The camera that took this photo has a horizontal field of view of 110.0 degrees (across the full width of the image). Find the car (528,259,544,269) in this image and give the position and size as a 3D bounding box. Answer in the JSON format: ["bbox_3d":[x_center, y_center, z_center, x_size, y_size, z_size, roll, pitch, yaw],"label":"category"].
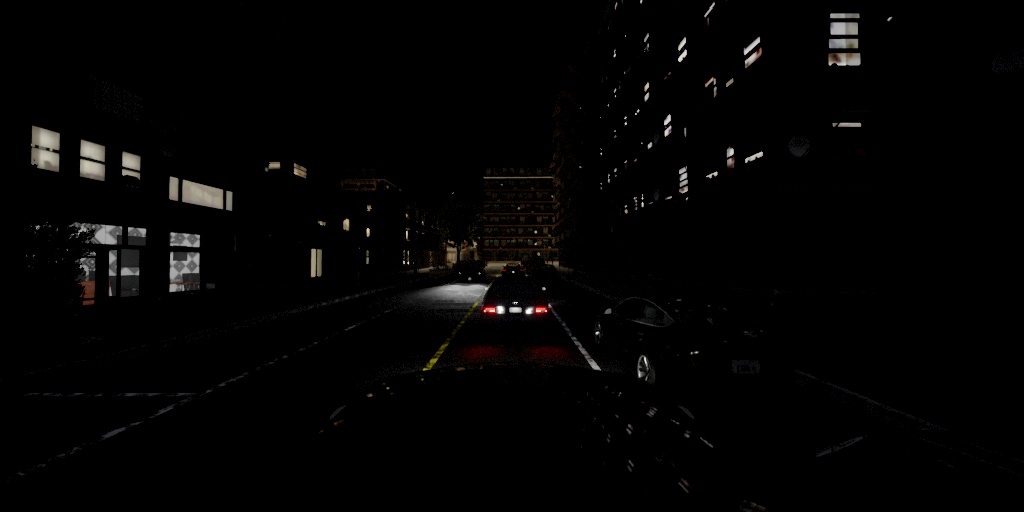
[{"bbox_3d":[2.694,1.291,34.825,1.751,1.417,4.829,0,0,0],"label":"car"}]

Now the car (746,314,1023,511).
[{"bbox_3d":[2.691,1.189,0.536,1.967,1.591,4.097,0,0,0],"label":"car"}]

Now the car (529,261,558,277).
[{"bbox_3d":[2.693,1.313,28.969,2.007,1.370,4.403,0,0,0],"label":"car"}]

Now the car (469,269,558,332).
[{"bbox_3d":[0.096,1.301,10.841,2.033,1.411,5.357,0,0,0],"label":"car"}]

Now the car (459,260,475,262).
[{"bbox_3d":[-5.653,1.209,40.284,1.967,1.591,4.097,0,0,0],"label":"car"}]

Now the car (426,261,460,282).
[{"bbox_3d":[-5.654,1.287,28.742,1.751,1.417,4.829,0,0,0],"label":"car"}]

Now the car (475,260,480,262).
[{"bbox_3d":[-5.653,1.213,45.972,1.967,1.591,4.097,0,0,0],"label":"car"}]

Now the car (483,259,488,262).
[{"bbox_3d":[-5.651,1.353,63.031,1.948,1.339,4.313,0,0,0],"label":"car"}]

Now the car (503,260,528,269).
[{"bbox_3d":[0.103,1.328,32.288,1.994,1.385,4.181,0,0,0],"label":"car"}]

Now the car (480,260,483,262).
[{"bbox_3d":[-5.652,1.359,51.658,1.802,1.307,4.207,0,0,0],"label":"car"}]

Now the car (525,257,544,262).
[{"bbox_3d":[2.695,1.084,40.343,2.192,1.841,5.009,0,0,0],"label":"car"}]

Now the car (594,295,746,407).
[{"bbox_3d":[2.692,1.317,6.224,1.948,1.339,4.313,0,0,0],"label":"car"}]

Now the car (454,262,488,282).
[{"bbox_3d":[-3.099,1.363,28.447,1.895,1.301,4.718,0,0,0],"label":"car"}]
